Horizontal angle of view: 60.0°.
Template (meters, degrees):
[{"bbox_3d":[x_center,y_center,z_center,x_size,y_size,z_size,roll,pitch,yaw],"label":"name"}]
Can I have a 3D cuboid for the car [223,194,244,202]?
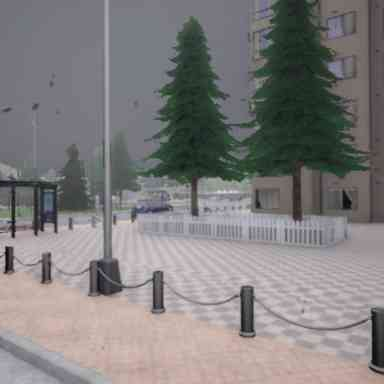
[{"bbox_3d":[10.544,1.689,84.043,3.633,1.501,1.845,-1,0,35],"label":"car"}]

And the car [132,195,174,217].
[{"bbox_3d":[-3.817,1.512,33.243,2.097,1.767,4.553,-1,0,35],"label":"car"}]

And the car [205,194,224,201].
[{"bbox_3d":[6.188,1.758,90.749,3.806,1.475,1.970,-1,0,35],"label":"car"}]
